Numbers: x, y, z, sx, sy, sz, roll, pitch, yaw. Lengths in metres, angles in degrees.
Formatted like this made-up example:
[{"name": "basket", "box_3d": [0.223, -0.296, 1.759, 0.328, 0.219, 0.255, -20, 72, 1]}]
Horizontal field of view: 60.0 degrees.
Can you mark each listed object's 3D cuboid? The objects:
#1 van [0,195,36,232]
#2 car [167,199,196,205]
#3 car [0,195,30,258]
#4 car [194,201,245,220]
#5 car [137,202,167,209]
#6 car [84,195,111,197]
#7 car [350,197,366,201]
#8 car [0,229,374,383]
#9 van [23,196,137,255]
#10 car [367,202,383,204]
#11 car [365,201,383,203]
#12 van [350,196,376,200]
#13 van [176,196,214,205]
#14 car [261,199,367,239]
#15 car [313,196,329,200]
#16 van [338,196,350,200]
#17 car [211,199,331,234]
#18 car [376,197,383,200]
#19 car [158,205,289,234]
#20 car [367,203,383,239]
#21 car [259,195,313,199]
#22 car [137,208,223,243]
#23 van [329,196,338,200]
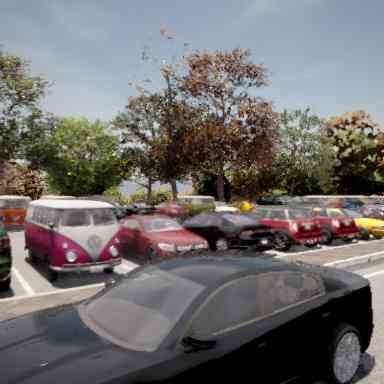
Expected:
[{"name": "van", "box_3d": [-11.115, 1.218, 20.515, 1.878, 1.987, 4.442, 0, 0, -35]}, {"name": "car", "box_3d": [-2.023, 1.560, 26.848, 2.002, 1.452, 4.674, 0, 0, -35]}, {"name": "car", "box_3d": [-5.853, 1.174, 8.096, 2.435, 2.045, 5.566, 0, 0, -35]}, {"name": "car", "box_3d": [2.384, 1.597, 29.994, 2.002, 1.452, 4.674, 0, 0, -35]}, {"name": "car", "box_3d": [-4.278, 1.501, 25.237, 2.097, 1.535, 5.008, 0, 0, -35]}, {"name": "car", "box_3d": [-6.621, 1.230, 23.540, 2.435, 2.045, 5.566, 0, 0, -35]}, {"name": "car", "box_3d": [18.277, 1.689, 41.320, 2.097, 1.535, 5.008, 0, 0, -35]}, {"name": "car", "box_3d": [0.079, 1.476, 3.745, 5.008, 1.535, 1.882, 0, 0, -36]}, {"name": "van", "box_3d": [-3.508, 1.218, 9.589, 1.878, 1.987, 4.442, 0, 0, -35]}, {"name": "car", "box_3d": [9.993, 1.559, 19.343, 2.231, 1.521, 4.892, 0, 0, -35]}, {"name": "car", "box_3d": [12.246, 1.578, 20.965, 2.231, 1.521, 4.892, 0, 0, -35]}, {"name": "van", "box_3d": [20.613, 1.485, 42.845, 1.878, 1.987, 4.442, 1, 0, -36]}, {"name": "van", "box_3d": [0.063, 1.312, 28.480, 1.878, 1.987, 4.442, 0, 0, -35]}, {"name": "car", "box_3d": [5.486, 1.394, 16.102, 2.185, 1.767, 4.553, 0, 0, -35]}, {"name": "car", "box_3d": [11.530, 1.382, 36.472, 2.435, 2.045, 5.566, 0, 0, -35]}, {"name": "van", "box_3d": [15.958, 1.445, 39.804, 1.878, 1.987, 4.442, 1, 0, -35]}, {"name": "car", "box_3d": [3.225, 1.375, 14.491, 2.185, 1.767, 4.553, 0, 0, -35]}, {"name": "car", "box_3d": [22.773, 1.765, 44.552, 2.163, 1.488, 4.792, 1, 0, -35]}, {"name": "car", "box_3d": [0.948, 1.482, 12.900, 2.097, 1.535, 5.008, 0, 0, -35]}, {"name": "car", "box_3d": [7.836, 1.536, 17.587, 1.946, 1.575, 5.366, 0, 0, -35]}, {"name": "car", "box_3d": [9.274, 1.363, 34.865, 2.435, 2.045, 5.566, 0, 0, -35]}, {"name": "car", "box_3d": [-1.318, 1.503, 11.296, 2.002, 1.452, 4.674, 0, 0, -35]}, {"name": "van", "box_3d": [13.837, 1.426, 38.007, 1.878, 1.987, 4.442, 0, 0, -35]}]
